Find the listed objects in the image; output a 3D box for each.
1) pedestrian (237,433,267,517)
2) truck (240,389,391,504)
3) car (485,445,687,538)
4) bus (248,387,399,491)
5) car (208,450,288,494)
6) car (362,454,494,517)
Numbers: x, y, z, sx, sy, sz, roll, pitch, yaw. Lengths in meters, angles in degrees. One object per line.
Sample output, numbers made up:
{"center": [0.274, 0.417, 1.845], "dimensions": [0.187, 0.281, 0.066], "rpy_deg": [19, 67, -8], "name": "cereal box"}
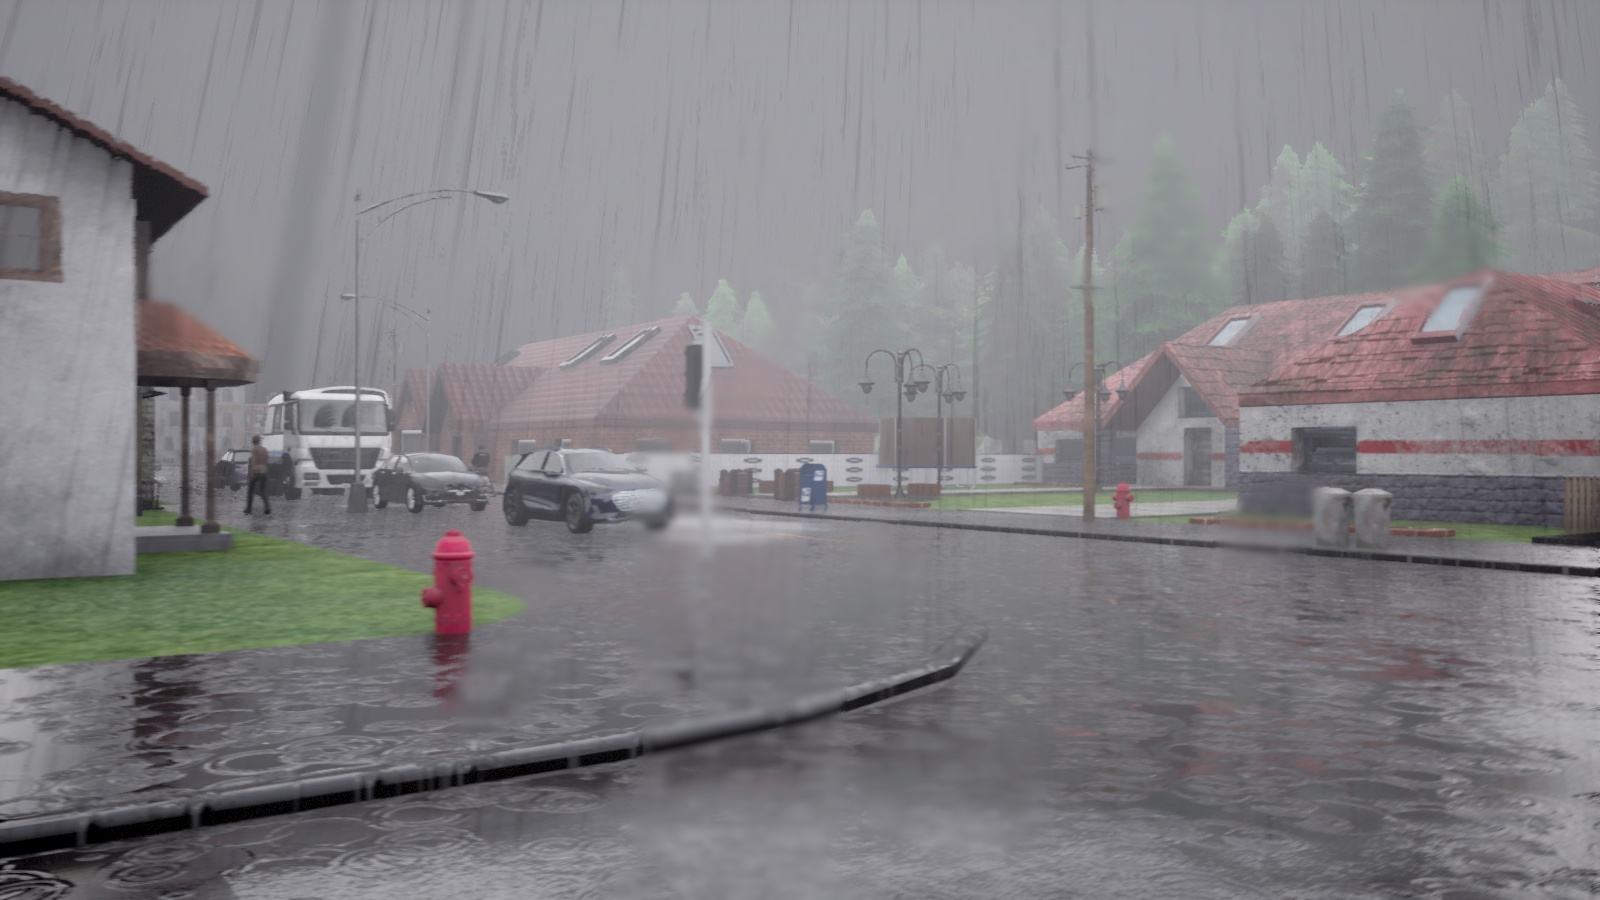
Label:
{"center": [-12.188, 0.550, 27.937], "dimensions": [0.634, 1.846, 0.331], "rpy_deg": [0, 0, 37], "name": "pedestrian"}
{"center": [-16.356, -0.096, 42.025], "dimensions": [2.891, 3.462, 7.936], "rpy_deg": [0, 0, -35], "name": "truck"}
{"center": [-4.345, 0.748, 24.845], "dimensions": [2.033, 1.649, 4.856], "rpy_deg": [0, 0, -35], "name": "car"}
{"center": [-21.672, -0.443, 56.606], "dimensions": [3.944, 4.253, 10.273], "rpy_deg": [0, 0, -35], "name": "bus"}
{"center": [-22.169, 0.848, 50.326], "dimensions": [2.033, 1.649, 4.856], "rpy_deg": [0, 0, -35], "name": "car"}
{"center": [-9.724, 0.853, 32.542], "dimensions": [1.837, 1.490, 4.892], "rpy_deg": [0, 0, -35], "name": "car"}
